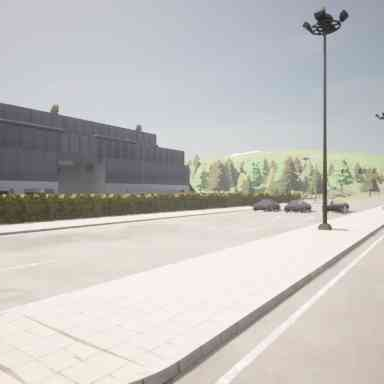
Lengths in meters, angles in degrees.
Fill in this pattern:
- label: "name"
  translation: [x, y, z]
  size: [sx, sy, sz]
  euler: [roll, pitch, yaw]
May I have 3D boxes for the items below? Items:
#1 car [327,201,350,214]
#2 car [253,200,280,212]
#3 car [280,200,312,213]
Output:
- label: "car"
  translation: [15.668, 1.601, 36.025]
  size: [1.895, 1.301, 4.718]
  euler: [0, 0, 36]
- label: "car"
  translation: [8.622, 1.564, 38.220]
  size: [1.994, 1.385, 4.181]
  euler: [0, 0, 36]
- label: "car"
  translation: [11.574, 1.564, 36.331]
  size: [1.994, 1.385, 4.181]
  euler: [0, 0, 36]
